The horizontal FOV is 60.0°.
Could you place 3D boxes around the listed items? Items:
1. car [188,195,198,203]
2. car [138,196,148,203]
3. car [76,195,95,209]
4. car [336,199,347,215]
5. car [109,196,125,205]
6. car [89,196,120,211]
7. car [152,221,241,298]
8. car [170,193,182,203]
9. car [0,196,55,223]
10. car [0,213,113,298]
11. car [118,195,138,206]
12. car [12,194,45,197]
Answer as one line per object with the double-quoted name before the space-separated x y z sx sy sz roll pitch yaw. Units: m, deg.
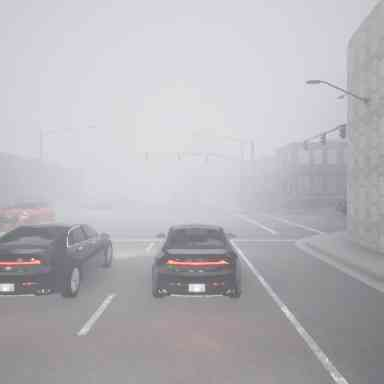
"car" 0.212 1.352 68.220 2.097 1.767 4.553 0 0 0
"car" -10.287 1.539 68.485 2.033 1.411 5.357 0 0 0
"car" -13.959 1.352 44.725 2.097 1.767 4.553 0 0 0
"car" 14.906 0.764 27.550 5.566 2.045 2.150 -5 0 0
"car" -13.862 1.506 61.644 1.837 1.490 4.892 0 0 1
"car" -10.443 1.564 39.830 1.994 1.385 4.181 0 0 0
"car" 0.105 1.505 8.509 1.837 1.490 4.892 0 0 0
"car" -3.288 1.221 68.287 2.150 2.045 5.566 0 0 0
"car" -10.534 1.351 21.297 2.097 1.767 4.553 0 0 0
"car" -3.395 1.505 8.525 1.837 1.490 4.892 0 0 0
"car" -10.424 1.352 53.117 2.097 1.767 4.553 0 0 0
"car" -14.017 1.220 27.863 2.150 2.045 5.566 0 0 0
